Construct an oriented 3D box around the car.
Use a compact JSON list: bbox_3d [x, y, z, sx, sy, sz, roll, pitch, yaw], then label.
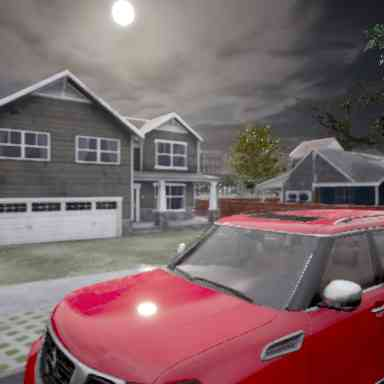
[{"bbox_3d":[1.174,1.253,3.901,5.566,2.045,2.150,1,-1,-35],"label":"car"}]
